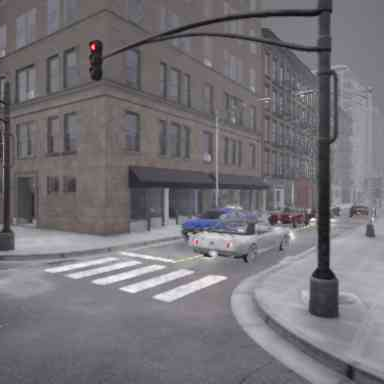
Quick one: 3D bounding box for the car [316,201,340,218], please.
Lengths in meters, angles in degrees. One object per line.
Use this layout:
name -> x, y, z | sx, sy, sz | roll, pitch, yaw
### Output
car -> 13.245, 1.697, 32.782 | 1.837, 1.490, 4.892 | 0, 0, 36

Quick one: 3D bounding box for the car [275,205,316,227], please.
car -> 7.204, 1.734, 24.305 | 1.895, 1.301, 4.718 | 0, 0, 35

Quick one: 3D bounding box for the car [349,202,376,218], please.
car -> 16.855, 1.718, 32.790 | 1.837, 1.490, 4.892 | 0, 0, 35

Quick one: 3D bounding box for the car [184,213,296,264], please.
car -> 2.004, 1.666, 12.298 | 1.895, 1.301, 4.718 | 0, 0, 37

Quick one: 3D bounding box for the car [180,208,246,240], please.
car -> 1.428, 1.551, 16.186 | 1.882, 1.535, 5.008 | 0, 0, 37
